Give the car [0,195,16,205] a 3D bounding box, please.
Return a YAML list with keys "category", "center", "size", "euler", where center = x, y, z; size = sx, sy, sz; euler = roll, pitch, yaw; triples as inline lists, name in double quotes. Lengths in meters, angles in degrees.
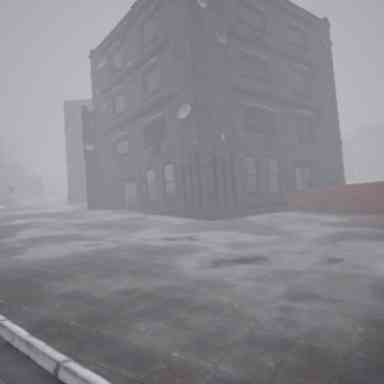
- category: "car"
  center: [-29.255, 1.205, 51.915]
  size: [2.128, 1.511, 4.902]
  euler: [-4, 3, -6]
